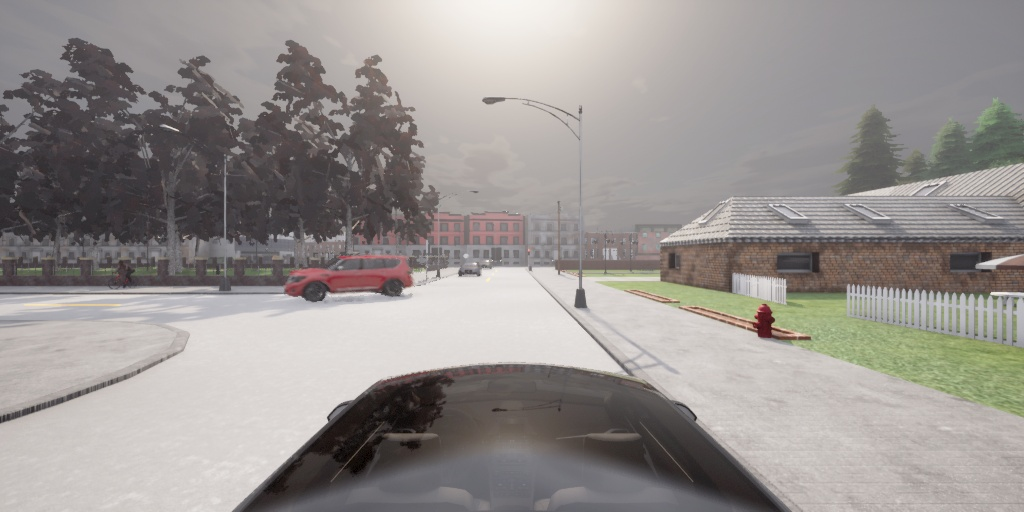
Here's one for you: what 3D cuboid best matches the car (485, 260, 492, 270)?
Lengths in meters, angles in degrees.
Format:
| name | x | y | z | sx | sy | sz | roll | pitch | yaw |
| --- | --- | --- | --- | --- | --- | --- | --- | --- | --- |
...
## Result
| name | x | y | z | sx | sy | sz | roll | pitch | yaw |
| --- | --- | --- | --- | --- | --- | --- | --- | --- | --- |
| car | -4.003 | 1.314 | 53.697 | 1.994 | 1.385 | 4.181 | 0 | 0 | 0 |

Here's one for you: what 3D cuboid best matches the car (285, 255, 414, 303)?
| name | x | y | z | sx | sy | sz | roll | pitch | yaw |
| --- | --- | --- | --- | --- | --- | --- | --- | --- | --- |
| car | -7.517 | 0.973 | 17.093 | 5.566 | 2.045 | 2.150 | 0 | 2 | -36 |

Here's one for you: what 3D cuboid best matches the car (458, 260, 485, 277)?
| name | x | y | z | sx | sy | sz | roll | pitch | yaw |
| --- | --- | --- | --- | --- | --- | --- | --- | --- | --- |
| car | -4.095 | 1.313 | 35.655 | 1.994 | 1.385 | 4.181 | 0 | 0 | 0 |

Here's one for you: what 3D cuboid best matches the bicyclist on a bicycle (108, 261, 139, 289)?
| name | x | y | z | sx | sy | sz | roll | pitch | yaw |
| --- | --- | --- | --- | --- | --- | --- | --- | --- | --- |
| bicyclist on a bicycle | -22.639 | 1.099 | 20.917 | 0.582 | 1.620 | 1.656 | 0 | 0 | 0 |
